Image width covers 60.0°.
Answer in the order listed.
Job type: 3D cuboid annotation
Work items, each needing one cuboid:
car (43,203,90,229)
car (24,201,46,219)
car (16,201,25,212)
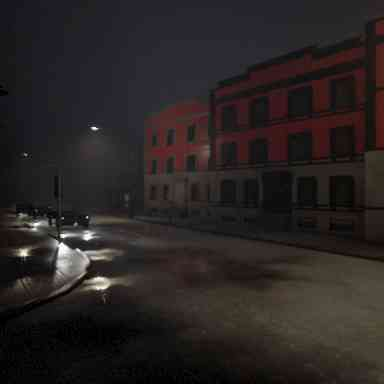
[{"bbox_3d":[-8.400,1.686,22.414,1.895,1.301,4.718,0,0,-33],"label":"car"},{"bbox_3d":[-13.984,1.708,30.894,1.895,1.301,4.718,0,0,-33],"label":"car"},{"bbox_3d":[-19.946,1.732,39.995,1.895,1.301,4.718,0,0,-33],"label":"car"}]
